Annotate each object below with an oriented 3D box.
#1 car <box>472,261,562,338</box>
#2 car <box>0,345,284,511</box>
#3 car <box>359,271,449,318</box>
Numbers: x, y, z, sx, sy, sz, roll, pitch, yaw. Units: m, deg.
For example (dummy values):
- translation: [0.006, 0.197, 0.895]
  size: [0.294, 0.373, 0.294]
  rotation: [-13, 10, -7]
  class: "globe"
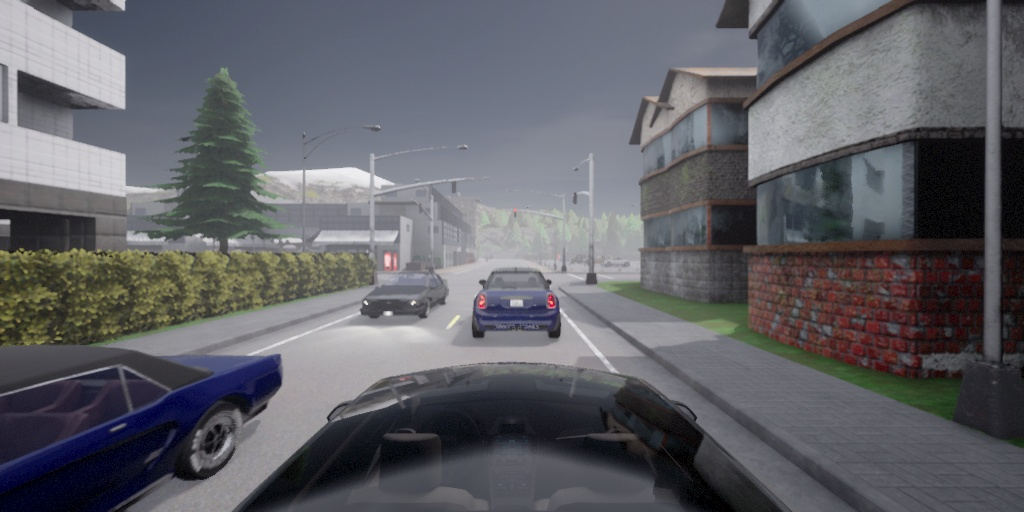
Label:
- translation: [0.102, 1.073, 10.210]
  size: [2.097, 1.767, 4.553]
  rotation: [0, 0, 0]
  class: "car"
- translation: [-3.593, 1.350, 1.933]
  size: [1.895, 1.301, 4.718]
  rotation: [0, 0, 0]
  class: "car"
- translation: [-3.543, 1.259, 12.983]
  size: [2.033, 1.411, 5.357]
  rotation: [0, 0, 1]
  class: "car"
